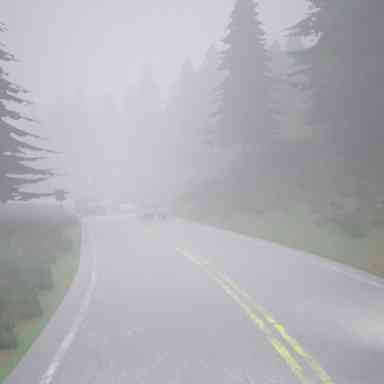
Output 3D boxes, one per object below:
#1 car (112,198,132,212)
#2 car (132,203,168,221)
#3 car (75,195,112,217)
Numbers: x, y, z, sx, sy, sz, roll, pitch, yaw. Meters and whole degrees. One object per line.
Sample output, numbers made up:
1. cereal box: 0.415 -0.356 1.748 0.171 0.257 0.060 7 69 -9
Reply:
1. car: -8.568 1.412 38.671 1.895 1.301 4.718 -4 10 -37
2. car: -3.387 1.554 27.270 1.895 1.301 4.718 -3 1 -18
3. car: -10.730 1.414 35.000 2.150 2.045 5.566 -3 5 -33
